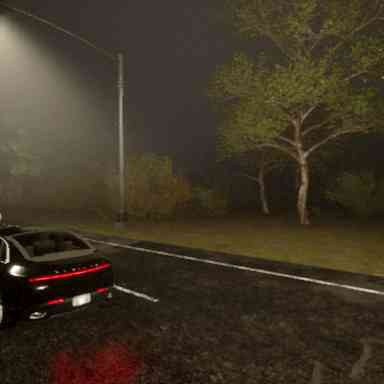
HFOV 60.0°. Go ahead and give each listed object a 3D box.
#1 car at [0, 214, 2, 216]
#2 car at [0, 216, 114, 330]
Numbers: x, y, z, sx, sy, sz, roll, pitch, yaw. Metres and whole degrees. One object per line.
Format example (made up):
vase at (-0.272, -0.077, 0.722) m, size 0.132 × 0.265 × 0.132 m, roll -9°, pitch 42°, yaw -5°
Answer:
car at (-13.875, 1.557, 21.231) m, size 4.718 × 1.301 × 1.895 m, roll 0°, pitch 0°, yaw 42°
car at (-3.568, 1.483, 6.975) m, size 4.892 × 1.490 × 1.837 m, roll 0°, pitch 1°, yaw 42°
